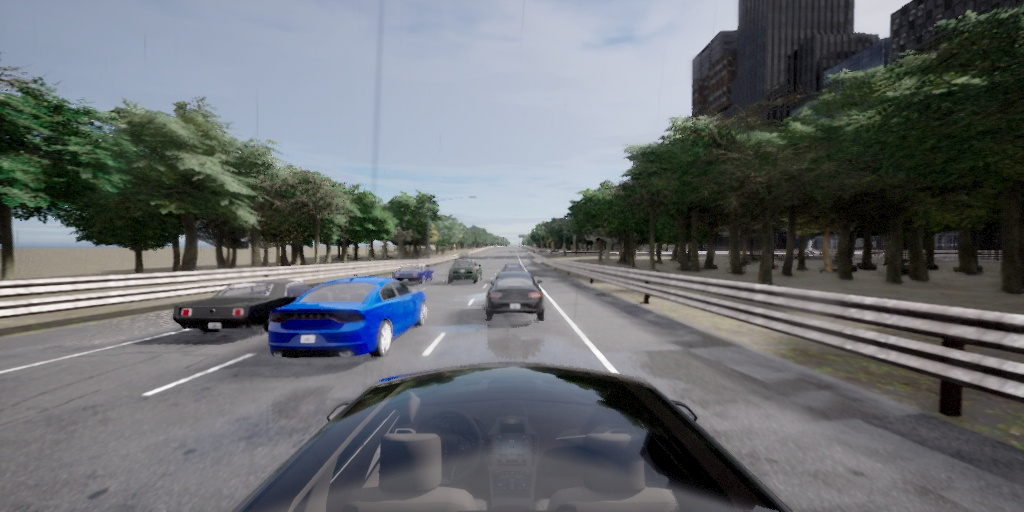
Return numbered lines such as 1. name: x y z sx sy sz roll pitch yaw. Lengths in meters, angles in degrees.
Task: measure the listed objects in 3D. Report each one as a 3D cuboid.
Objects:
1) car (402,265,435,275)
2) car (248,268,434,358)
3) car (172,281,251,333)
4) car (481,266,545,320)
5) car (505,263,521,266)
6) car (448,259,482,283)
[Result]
1. car: -6.904 1.292 25.723 1.895 1.301 4.718 0 0 0
2. car: -3.415 1.218 8.490 1.882 1.535 5.008 0 0 0
3. car: -6.906 1.337 10.565 1.895 1.301 4.718 0 0 0
4. car: 0.097 1.258 12.422 1.812 1.442 4.674 0 0 0
5. car: 0.096 1.247 27.721 1.994 1.385 4.181 0 0 0
6. car: -3.405 1.039 26.851 2.097 1.767 4.553 0 0 0
